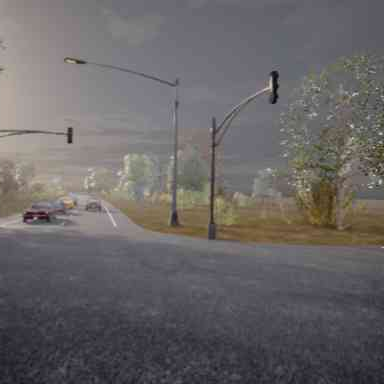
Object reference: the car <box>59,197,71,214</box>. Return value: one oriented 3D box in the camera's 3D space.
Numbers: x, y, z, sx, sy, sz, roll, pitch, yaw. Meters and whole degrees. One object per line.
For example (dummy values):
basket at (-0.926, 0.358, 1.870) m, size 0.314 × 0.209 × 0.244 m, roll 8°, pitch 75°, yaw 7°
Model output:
car at (-13.946, 1.496, 34.154) m, size 1.994 × 1.385 × 4.181 m, roll 1°, pitch 0°, yaw -16°

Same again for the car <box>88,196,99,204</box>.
car at (-20.064, 1.556, 67.700) m, size 2.128 × 1.511 × 4.902 m, roll 1°, pitch 0°, yaw -17°

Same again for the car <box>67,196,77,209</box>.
car at (-16.743, 1.417, 44.147) m, size 1.882 × 1.535 × 5.008 m, roll 1°, pitch 0°, yaw -16°

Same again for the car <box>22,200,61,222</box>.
car at (-11.473, 1.525, 25.302) m, size 1.895 × 1.301 × 4.718 m, roll 1°, pitch 0°, yaw -15°

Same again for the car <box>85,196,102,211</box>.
car at (-12.330, 1.545, 41.811) m, size 1.812 × 1.442 × 4.674 m, roll 1°, pitch 0°, yaw -16°
